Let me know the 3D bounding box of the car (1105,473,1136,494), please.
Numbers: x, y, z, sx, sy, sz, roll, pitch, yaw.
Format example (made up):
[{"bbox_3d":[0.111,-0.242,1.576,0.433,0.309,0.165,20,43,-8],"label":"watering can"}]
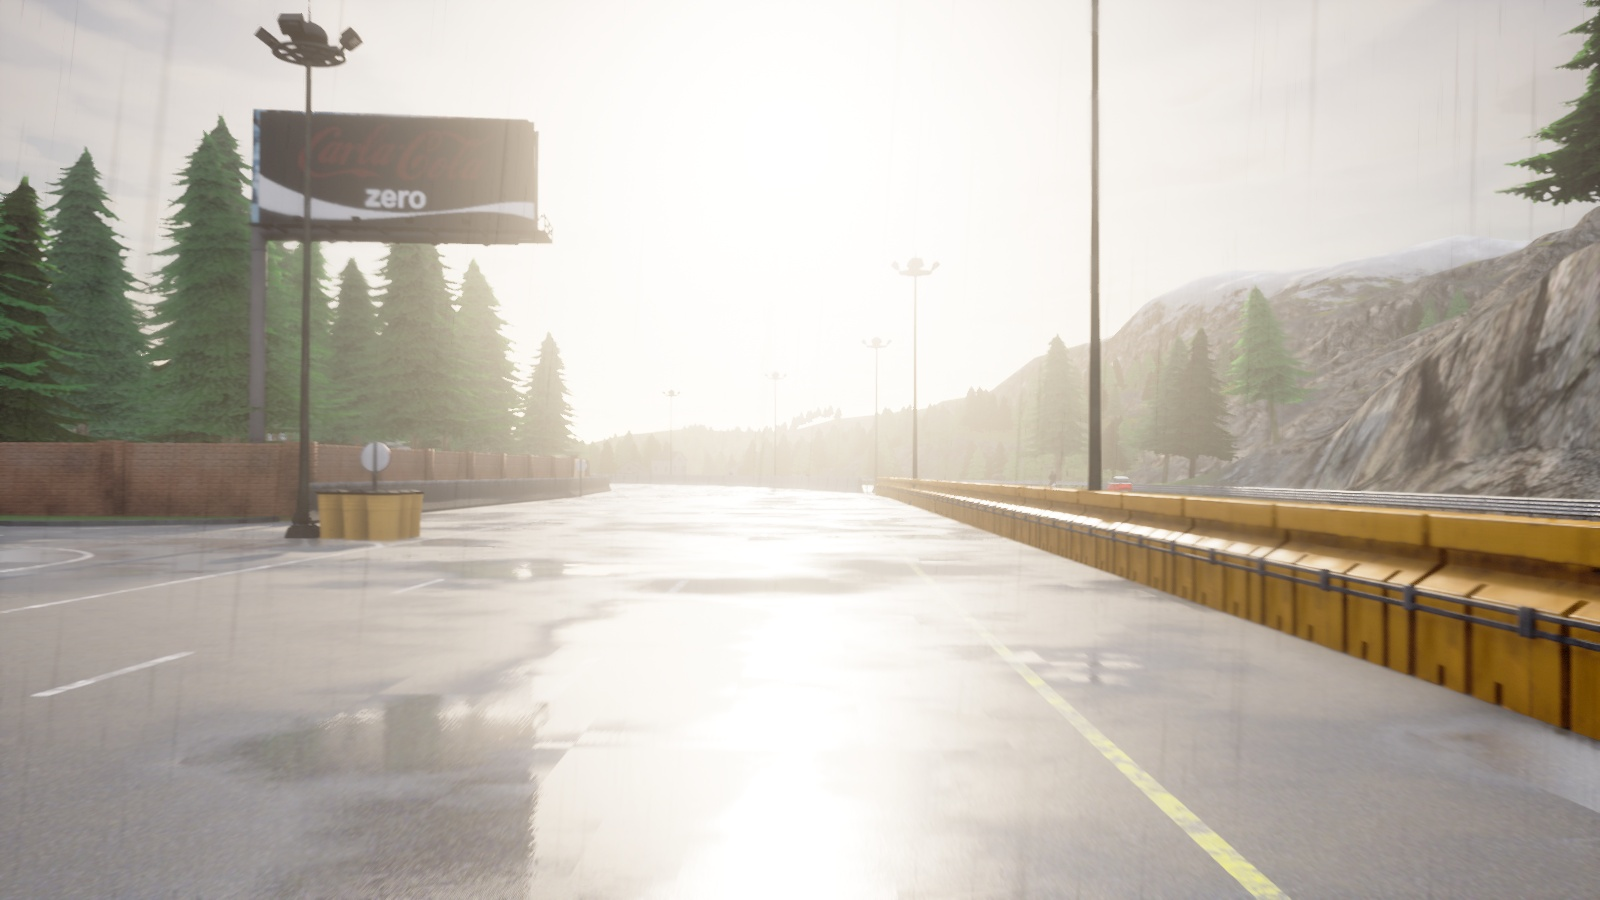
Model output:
[{"bbox_3d":[21.556,2.276,84.498,1.481,1.376,2.207,0,-1,-3],"label":"car"}]
